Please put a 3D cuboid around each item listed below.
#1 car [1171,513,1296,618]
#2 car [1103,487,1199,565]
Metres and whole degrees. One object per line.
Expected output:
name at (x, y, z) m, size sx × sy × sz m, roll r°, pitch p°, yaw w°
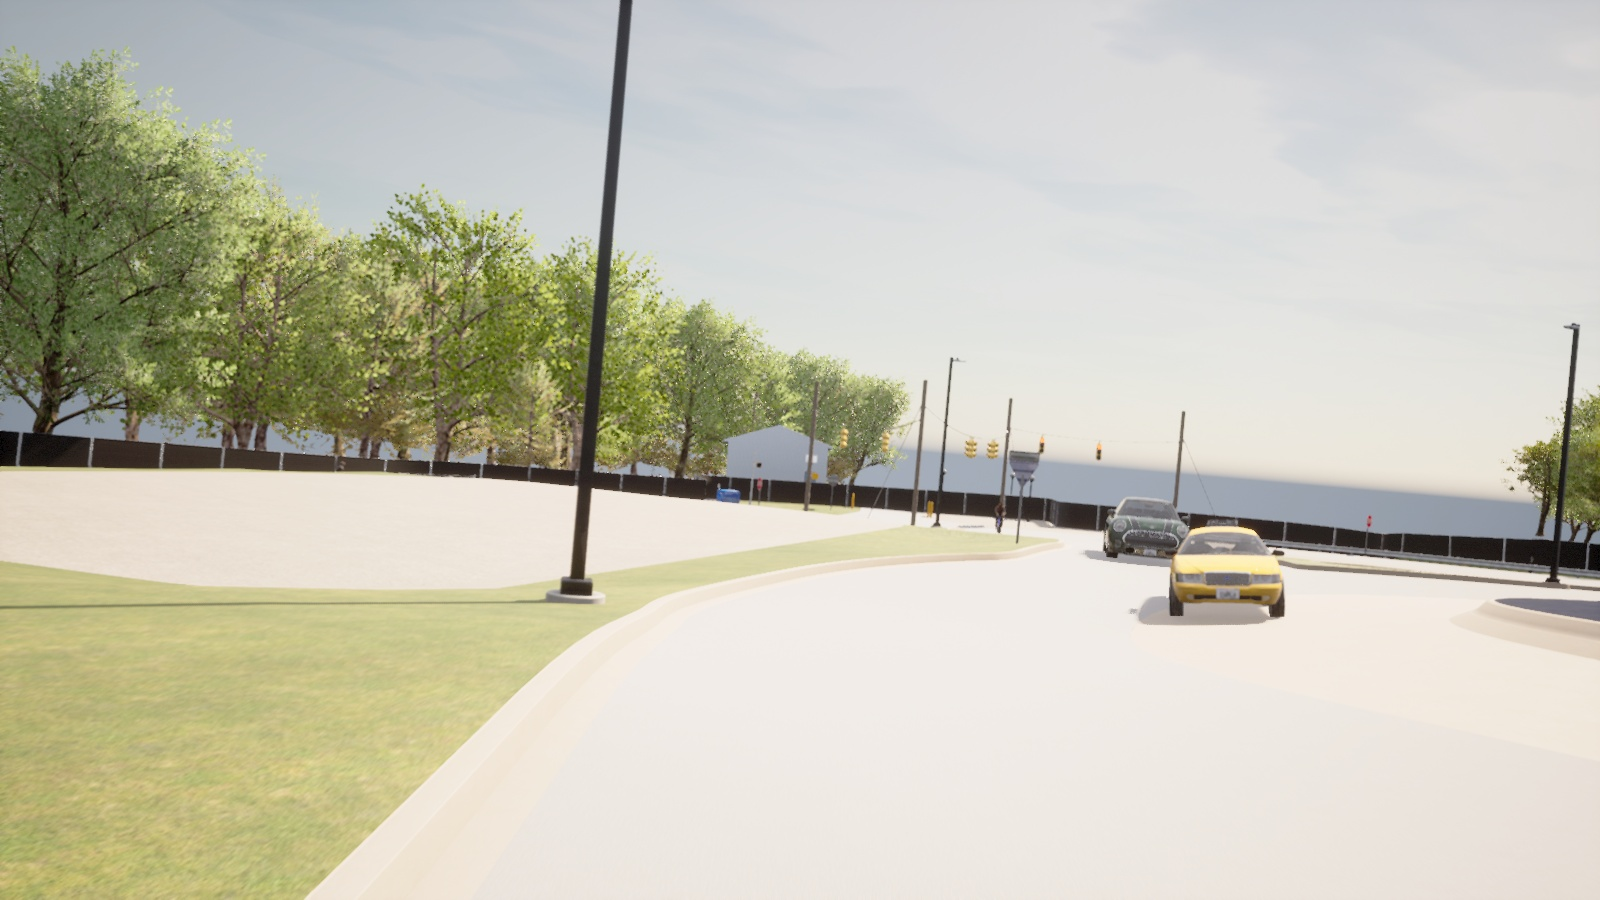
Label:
car at (7.568, 1.929, 22.207) m, size 1.801 × 1.575 × 5.366 m, roll -1°, pitch -3°, yaw 17°
car at (9.516, 2.006, 34.414) m, size 2.097 × 1.767 × 4.553 m, roll 5°, pitch 0°, yaw 12°
